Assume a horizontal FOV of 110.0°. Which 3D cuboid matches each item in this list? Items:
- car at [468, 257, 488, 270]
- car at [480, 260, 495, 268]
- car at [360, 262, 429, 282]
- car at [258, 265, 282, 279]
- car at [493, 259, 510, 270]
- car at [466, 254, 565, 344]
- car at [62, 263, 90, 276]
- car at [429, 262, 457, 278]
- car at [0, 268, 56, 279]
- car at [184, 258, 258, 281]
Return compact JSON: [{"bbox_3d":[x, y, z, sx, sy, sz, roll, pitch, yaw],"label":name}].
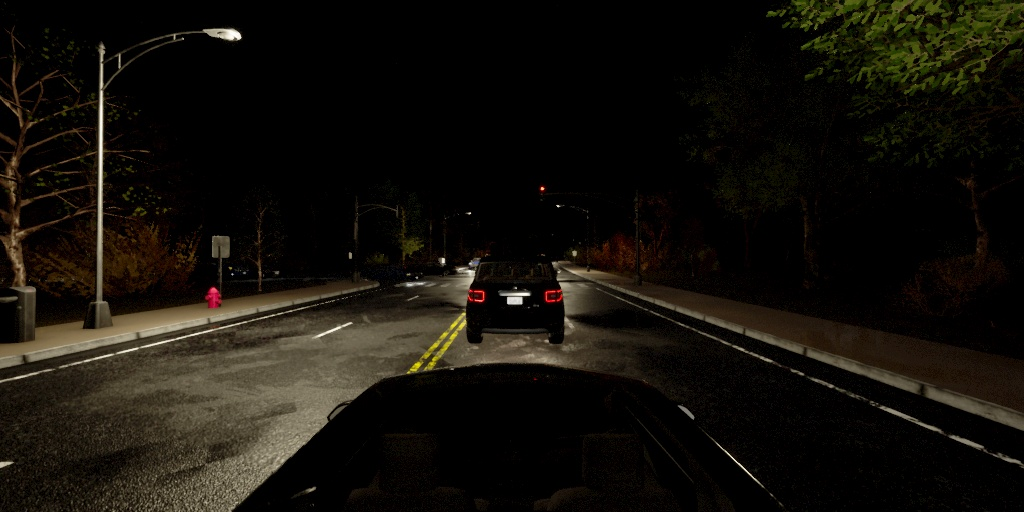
[{"bbox_3d":[-4.777,1.055,50.934,2.097,1.767,4.553,0,0,4],"label":"car"},{"bbox_3d":[-4.058,1.284,60.123,1.895,1.301,4.718,0,0,5],"label":"car"},{"bbox_3d":[-9.625,1.315,28.535,5.357,1.411,2.033,-1,-1,26],"label":"car"},{"bbox_3d":[-25.221,1.469,35.318,4.902,1.511,2.128,-1,-1,10],"label":"car"},{"bbox_3d":[-1.461,1.190,52.005,2.128,1.511,4.902,0,0,2],"label":"car"},{"bbox_3d":[0.109,0.972,9.741,2.150,2.045,5.566,0,0,1],"label":"car"},{"bbox_3d":[-48.781,1.569,39.408,4.553,1.767,2.097,-1,-1,10],"label":"car"},{"bbox_3d":[-7.755,1.301,34.231,4.902,1.511,2.128,0,0,-14],"label":"car"},{"bbox_3d":[-49.846,1.686,36.298,4.902,1.511,2.128,-1,-1,10],"label":"car"},{"bbox_3d":[-26.433,1.179,32.232,5.566,2.045,2.150,-1,-1,10],"label":"car"}]
